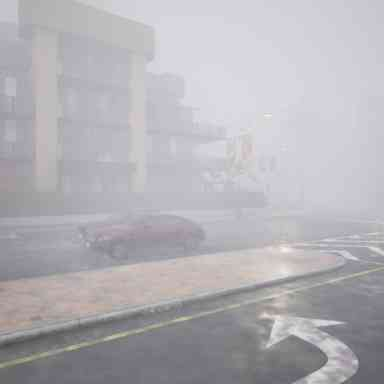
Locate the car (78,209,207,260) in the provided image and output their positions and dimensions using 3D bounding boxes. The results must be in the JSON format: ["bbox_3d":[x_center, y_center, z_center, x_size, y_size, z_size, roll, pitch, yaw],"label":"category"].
[{"bbox_3d":[-1.592,1.526,12.568,4.674,1.442,1.812,0,0,-34],"label":"car"}]

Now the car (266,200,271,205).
[{"bbox_3d":[10.668,1.491,54.275,2.128,1.511,4.902,0,0,-34],"label":"car"}]

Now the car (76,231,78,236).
[{"bbox_3d":[-2.689,1.548,16.057,5.357,1.411,2.033,0,0,-34],"label":"car"}]
